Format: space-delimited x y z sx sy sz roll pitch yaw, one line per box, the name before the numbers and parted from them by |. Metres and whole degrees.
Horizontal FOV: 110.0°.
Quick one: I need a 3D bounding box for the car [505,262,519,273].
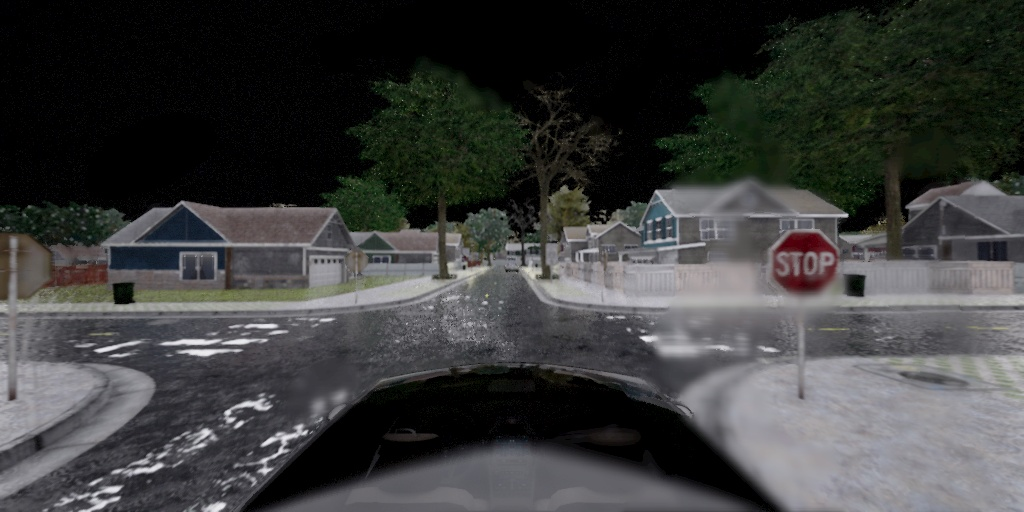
car | -0.006 1.782 54.054 1.994 1.385 4.181 0 -1 0
